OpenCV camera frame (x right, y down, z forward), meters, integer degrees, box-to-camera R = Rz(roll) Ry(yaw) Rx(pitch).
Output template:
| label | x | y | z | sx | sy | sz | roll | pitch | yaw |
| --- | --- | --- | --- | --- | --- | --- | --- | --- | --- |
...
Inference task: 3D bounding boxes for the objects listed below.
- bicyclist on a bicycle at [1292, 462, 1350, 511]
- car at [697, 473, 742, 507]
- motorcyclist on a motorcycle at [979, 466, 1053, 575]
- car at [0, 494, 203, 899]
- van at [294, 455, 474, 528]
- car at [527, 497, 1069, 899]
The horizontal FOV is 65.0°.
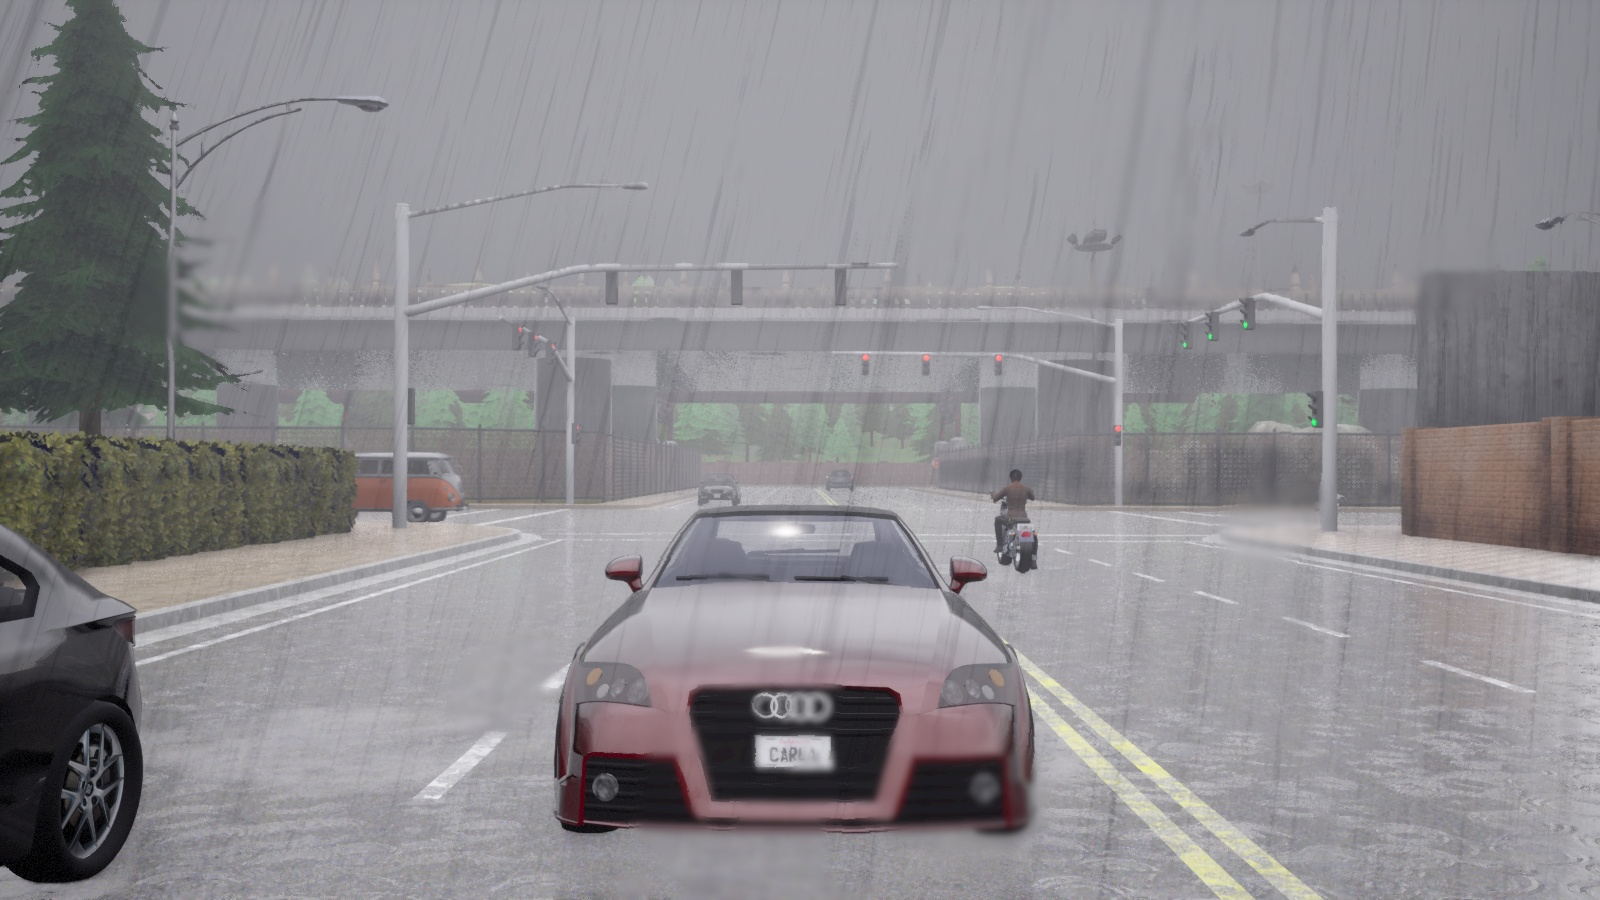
| label | x | y | z | sx | sy | sz | roll | pitch | yaw |
| --- | --- | --- | --- | --- | --- | --- | --- | --- | --- |
| bicyclist on a bicycle | 18.956 | 1.319 | 45.688 | 1.843 | 1.776 | 0.659 | 0 | -1 | 0 |
| car | -3.643 | 1.805 | 57.467 | 1.816 | 1.474 | 4.193 | 0 | -1 | 0 |
| motorcyclist on a motorcycle | 3.449 | 1.090 | 20.246 | 0.766 | 1.649 | 2.350 | 0 | -1 | 0 |
| car | -3.509 | 0.899 | 3.374 | 1.816 | 1.474 | 4.193 | 0 | -1 | 0 |
| van | -11.566 | 1.148 | 35.096 | 4.442 | 1.987 | 1.775 | 0 | -1 | 2 |
| car | -0.013 | 0.991 | 6.719 | 1.994 | 1.385 | 4.181 | 0 | -1 | 0 |
